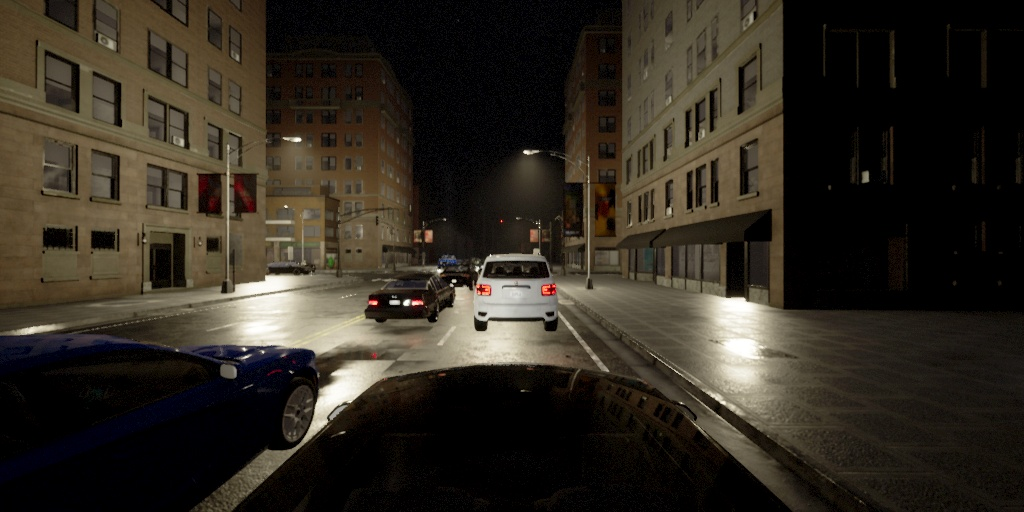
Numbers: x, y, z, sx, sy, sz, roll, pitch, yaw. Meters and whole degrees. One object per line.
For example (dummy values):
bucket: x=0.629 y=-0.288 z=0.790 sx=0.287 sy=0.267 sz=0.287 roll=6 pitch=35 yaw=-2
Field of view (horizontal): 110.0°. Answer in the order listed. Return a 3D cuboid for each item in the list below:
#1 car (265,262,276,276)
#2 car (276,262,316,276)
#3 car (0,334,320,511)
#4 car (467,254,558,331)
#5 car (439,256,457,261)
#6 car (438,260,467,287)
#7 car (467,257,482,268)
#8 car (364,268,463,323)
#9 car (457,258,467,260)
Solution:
car: x=-25.412 y=1.157 z=34.072 sx=4.097 sy=1.591 sz=1.967 roll=0 pitch=0 yaw=0
car: x=-23.137 y=1.274 z=36.600 sx=5.357 sy=1.411 sz=2.033 roll=0 pitch=0 yaw=0
car: x=-3.153 y=1.227 z=2.156 sx=1.882 sy=1.535 sz=5.008 roll=0 pitch=0 yaw=0
car: x=0.101 y=0.968 z=11.049 sx=2.150 sy=2.045 sz=5.566 roll=0 pitch=0 yaw=0
car: x=-9.831 y=0.944 z=54.850 sx=2.150 sy=2.045 sz=5.566 roll=0 pitch=0 yaw=0
car: x=-3.148 y=1.219 z=21.972 sx=1.882 sy=1.535 sz=5.008 roll=0 pitch=0 yaw=0
car: x=-6.560 y=1.069 z=63.069 sx=2.097 sy=1.767 sz=4.553 roll=0 pitch=0 yaw=0
car: x=-3.152 y=1.293 z=12.119 sx=2.033 sy=1.411 sz=5.357 roll=0 pitch=0 yaw=0
car: x=-6.583 y=1.228 z=54.075 sx=1.837 sy=1.490 sz=4.892 roll=0 pitch=0 yaw=0
